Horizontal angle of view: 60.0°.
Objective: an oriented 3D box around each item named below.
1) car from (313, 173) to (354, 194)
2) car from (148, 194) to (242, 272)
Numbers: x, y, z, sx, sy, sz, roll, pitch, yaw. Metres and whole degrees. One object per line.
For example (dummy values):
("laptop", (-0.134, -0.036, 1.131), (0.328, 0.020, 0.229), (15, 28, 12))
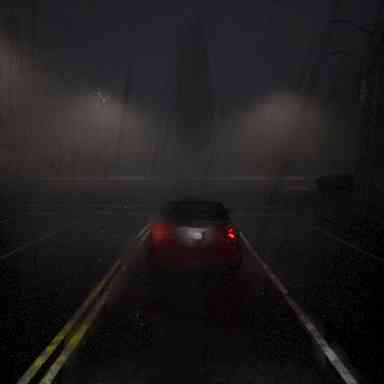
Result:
("car", (11.696, -0.707, 25.418), (4.674, 1.442, 1.812), (-1, 9, -4))
("car", (0.085, 0.856, 9.280), (2.097, 1.767, 4.553), (1, 3, 0))
